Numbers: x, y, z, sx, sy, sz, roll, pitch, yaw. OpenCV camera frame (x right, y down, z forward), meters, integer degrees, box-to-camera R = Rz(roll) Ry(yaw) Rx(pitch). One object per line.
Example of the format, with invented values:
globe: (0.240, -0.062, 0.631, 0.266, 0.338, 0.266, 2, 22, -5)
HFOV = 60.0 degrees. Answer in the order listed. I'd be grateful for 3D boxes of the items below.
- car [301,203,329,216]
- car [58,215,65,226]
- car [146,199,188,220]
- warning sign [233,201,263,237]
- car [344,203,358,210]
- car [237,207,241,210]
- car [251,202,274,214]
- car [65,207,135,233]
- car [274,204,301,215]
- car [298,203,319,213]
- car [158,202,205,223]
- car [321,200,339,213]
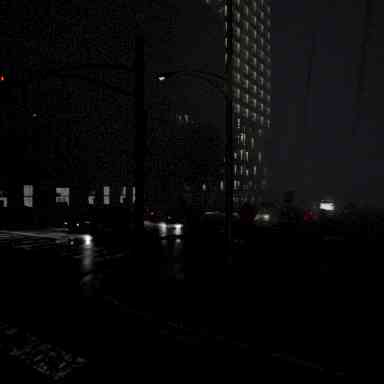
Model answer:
car: (16.496, 2.456, 44.519, 1.895, 1.301, 4.718, 0, -1, 33)
car: (-7.697, 1.921, 25.279, 1.895, 1.301, 4.718, 0, -1, 33)
car: (-2.261, 1.721, 33.705, 2.150, 2.045, 5.566, 0, -1, 33)
warning sign: (3.109, 1.454, 18.570, 1.300, 1.860, 1.060, 1, 1, 33)
car: (31.480, 2.837, 65.732, 1.812, 1.442, 4.674, 0, -1, 33)
car: (8.562, 2.456, 50.376, 1.895, 1.301, 4.718, 0, -1, 33)
car: (10.433, 2.182, 47.303, 2.097, 1.767, 4.553, 0, -1, 33)
car: (-5.681, 1.805, 22.413, 1.837, 1.490, 4.892, 0, -1, 33)
car: (13.630, 2.395, 46.075, 2.033, 1.411, 5.357, 0, -1, 33)
car: (19.164, 2.576, 54.737, 2.033, 1.411, 5.357, 0, -1, 33)
car: (-0.626, 1.969, 30.243, 1.837, 1.490, 4.892, 0, 0, 33)
car: (21.914, 2.254, 53.003, 2.150, 2.045, 5.566, 0, -1, 33)
